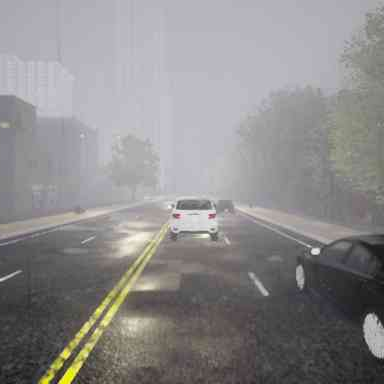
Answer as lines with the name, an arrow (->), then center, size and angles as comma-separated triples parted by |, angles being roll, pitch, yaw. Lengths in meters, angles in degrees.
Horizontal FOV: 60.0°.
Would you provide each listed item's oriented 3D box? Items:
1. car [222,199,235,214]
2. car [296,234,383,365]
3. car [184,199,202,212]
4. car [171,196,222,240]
car -> 3.344, 1.509, 34.990 | 1.837, 1.490, 4.892 | 0, 0, 0
car -> 3.349, 1.479, 5.830 | 1.882, 1.535, 5.008 | 0, 0, 0
car -> 0.094, 1.551, 39.477 | 2.033, 1.411, 5.357 | 0, 0, 0
car -> 0.097, 1.225, 17.142 | 2.150, 2.045, 5.566 | 0, 0, 0
